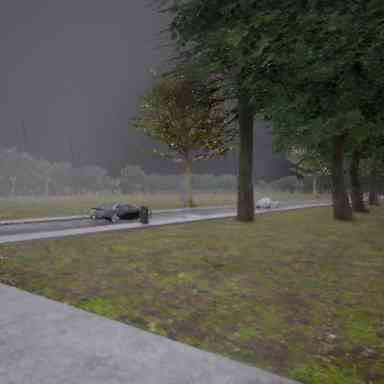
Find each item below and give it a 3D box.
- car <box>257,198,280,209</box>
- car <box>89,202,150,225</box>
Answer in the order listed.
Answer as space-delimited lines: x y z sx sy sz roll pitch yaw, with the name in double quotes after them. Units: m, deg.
10.521 1.535 45.905 1.812 1.442 4.674 0 0 36 "car"
-5.079 1.473 24.022 2.128 1.511 4.902 0 0 36 "car"
